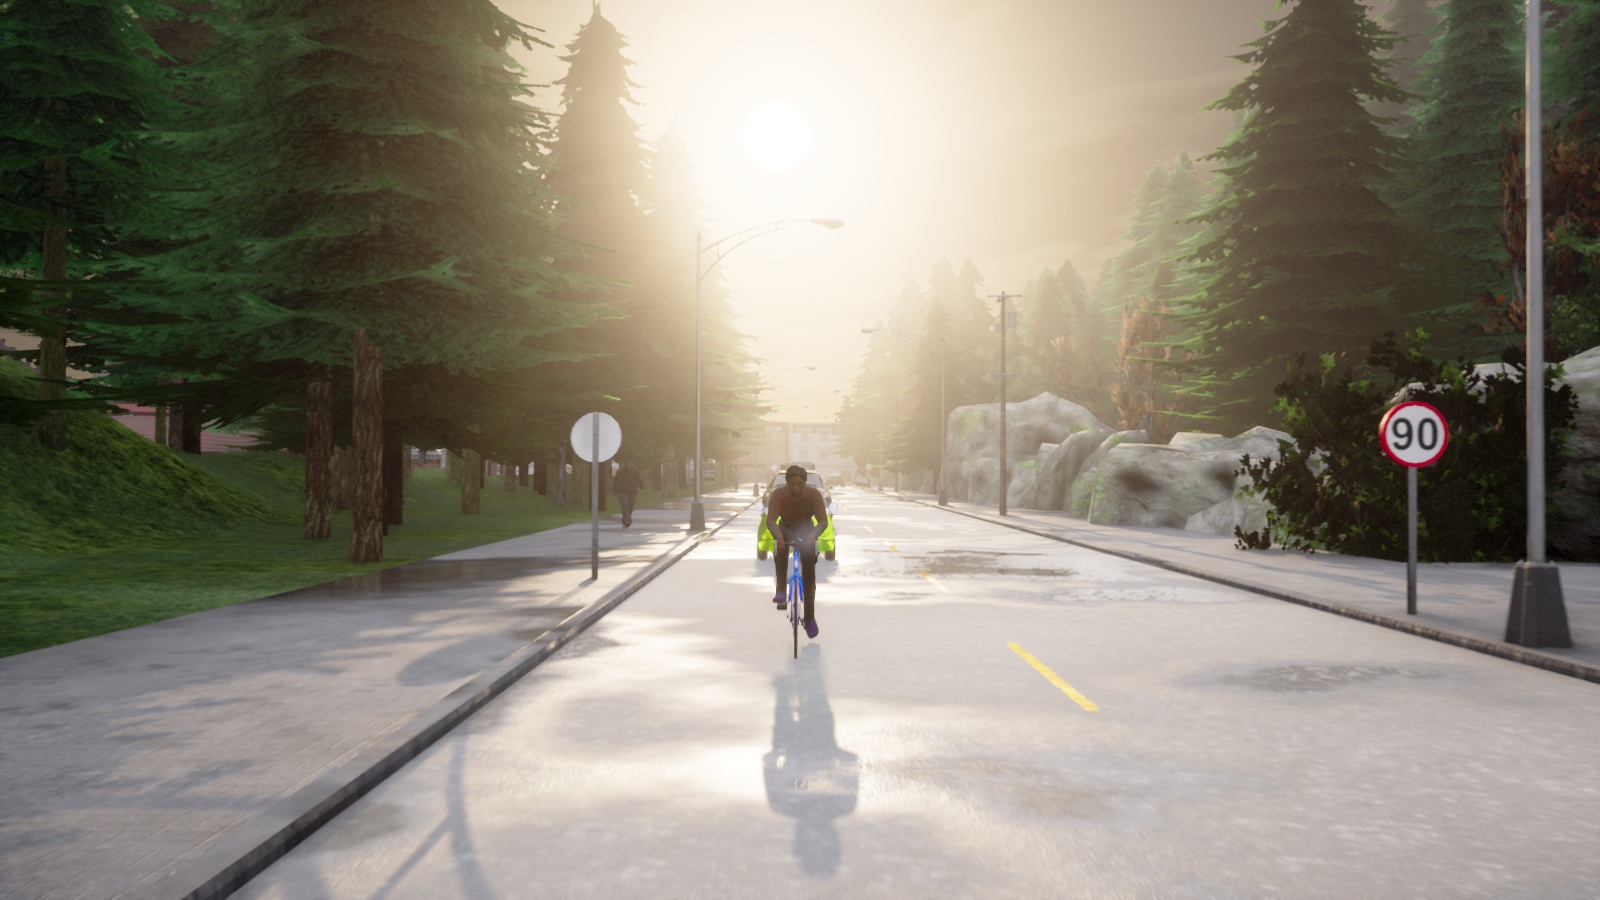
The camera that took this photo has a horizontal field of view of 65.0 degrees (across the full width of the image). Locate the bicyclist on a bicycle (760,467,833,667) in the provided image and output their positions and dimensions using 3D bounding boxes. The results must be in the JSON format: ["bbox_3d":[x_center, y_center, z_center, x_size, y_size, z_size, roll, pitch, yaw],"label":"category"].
[{"bbox_3d":[-0.027,0.957,10.986,0.582,1.620,1.656,0,-1,0],"label":"bicyclist on a bicycle"}]

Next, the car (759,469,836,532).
[{"bbox_3d":[-0.071,1.355,35.526,2.033,1.649,4.856,0,-1,0],"label":"car"}]

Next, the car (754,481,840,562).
[{"bbox_3d":[-0.054,1.260,22.713,1.481,1.376,2.207,0,-1,0],"label":"car"}]

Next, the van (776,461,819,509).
[{"bbox_3d":[-0.092,1.498,54.166,1.775,1.987,4.442,0,-1,0],"label":"van"}]

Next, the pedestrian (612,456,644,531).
[{"bbox_3d":[-4.335,1.086,31.654,0.634,1.844,0.899,0,-1,-19],"label":"pedestrian"}]
